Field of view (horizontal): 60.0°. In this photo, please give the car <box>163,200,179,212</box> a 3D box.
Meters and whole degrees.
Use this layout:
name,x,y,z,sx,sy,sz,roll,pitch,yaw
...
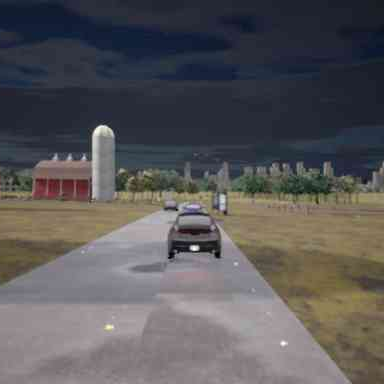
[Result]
name,x,y,z,sx,sy,sz,roll,pitch,yaw
car,-2.817,1.839,44.624,1.882,1.535,5.008,0,-1,0

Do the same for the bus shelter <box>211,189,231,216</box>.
name,x,y,z,sx,sy,sz,roll,pitch,yaw
bus shelter,3.139,1.124,36.704,1.920,2.740,3.880,0,-1,0

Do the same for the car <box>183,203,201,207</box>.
name,x,y,z,sx,sy,sz,roll,pitch,yaw
car,0.100,1.687,29.157,1.812,1.442,4.674,0,-1,0

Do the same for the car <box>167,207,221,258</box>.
name,x,y,z,sx,sy,sz,roll,pitch,yaw
car,0.091,1.541,12.970,1.837,1.490,4.892,0,0,0
